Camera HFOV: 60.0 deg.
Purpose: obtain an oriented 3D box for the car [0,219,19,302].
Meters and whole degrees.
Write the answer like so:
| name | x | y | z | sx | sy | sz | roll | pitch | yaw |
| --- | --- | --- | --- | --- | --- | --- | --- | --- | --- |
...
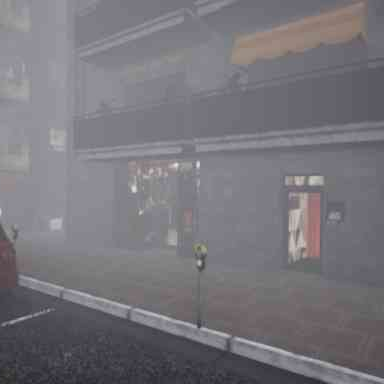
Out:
| name | x | y | z | sx | sy | sz | roll | pitch | yaw |
| --- | --- | --- | --- | --- | --- | --- | --- | --- | --- |
| car | -5.530 | 1.302 | 6.791 | 5.009 | 1.841 | 2.192 | 0 | 1 | 35 |
